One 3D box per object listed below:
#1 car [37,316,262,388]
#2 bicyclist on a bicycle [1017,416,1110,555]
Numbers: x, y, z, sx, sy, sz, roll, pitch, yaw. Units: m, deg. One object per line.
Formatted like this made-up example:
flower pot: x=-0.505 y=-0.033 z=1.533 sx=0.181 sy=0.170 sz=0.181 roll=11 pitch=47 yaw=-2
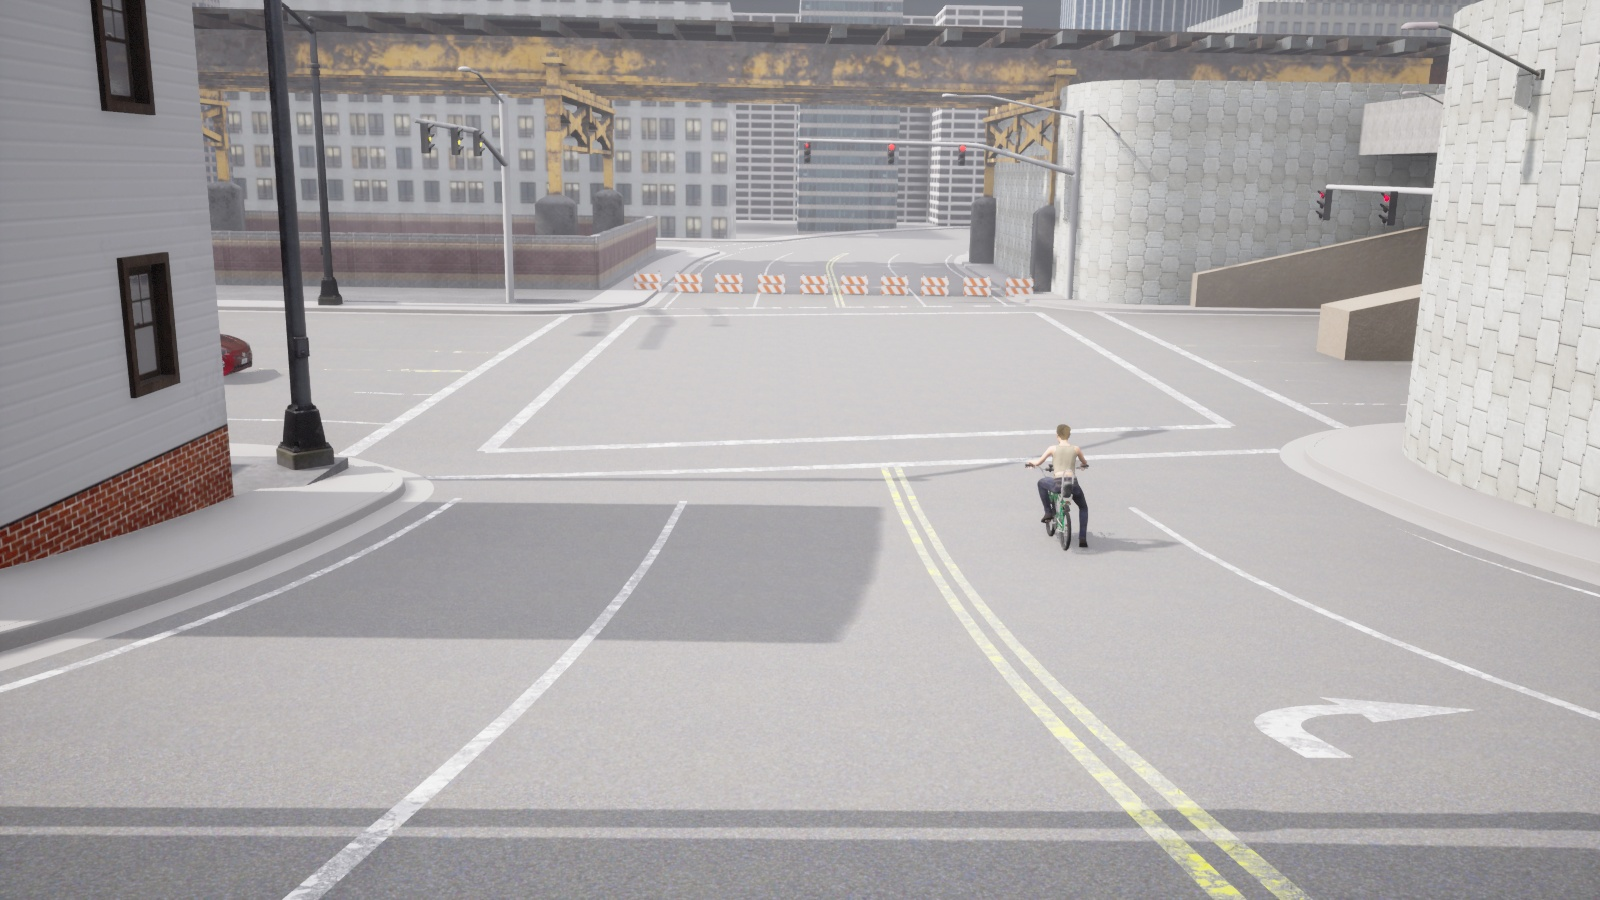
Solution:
car: x=-16.288 y=-2.487 z=31.642 sx=4.514 sy=1.525 sz=2.007 roll=0 pitch=12 yaw=0
bicyclist on a bicycle: x=3.450 y=0.432 z=16.595 sx=0.866 sy=1.612 sz=1.509 roll=0 pitch=7 yaw=0
